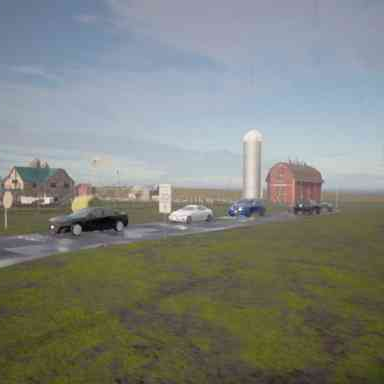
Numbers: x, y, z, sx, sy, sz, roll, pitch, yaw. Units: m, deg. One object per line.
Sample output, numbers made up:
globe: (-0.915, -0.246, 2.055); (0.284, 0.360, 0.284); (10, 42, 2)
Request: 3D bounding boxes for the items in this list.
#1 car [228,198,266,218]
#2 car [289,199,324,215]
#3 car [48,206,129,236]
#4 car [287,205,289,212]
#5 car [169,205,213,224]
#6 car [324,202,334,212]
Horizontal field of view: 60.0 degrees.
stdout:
car: (6.131, 1.688, 36.331); (2.150, 2.045, 5.566); (1, 0, 37)
car: (15.047, 1.906, 43.428); (2.150, 2.045, 5.566); (1, 0, 36)
car: (-6.029, 1.642, 19.875); (1.882, 1.535, 5.008); (1, 0, 35)
car: (15.578, 2.208, 48.936); (1.882, 1.535, 5.008); (1, 0, 37)
car: (0.034, 1.839, 28.116); (1.812, 1.442, 4.674); (1, 0, 37)
car: (21.003, 2.352, 52.231); (1.837, 1.490, 4.892); (1, 0, 28)
